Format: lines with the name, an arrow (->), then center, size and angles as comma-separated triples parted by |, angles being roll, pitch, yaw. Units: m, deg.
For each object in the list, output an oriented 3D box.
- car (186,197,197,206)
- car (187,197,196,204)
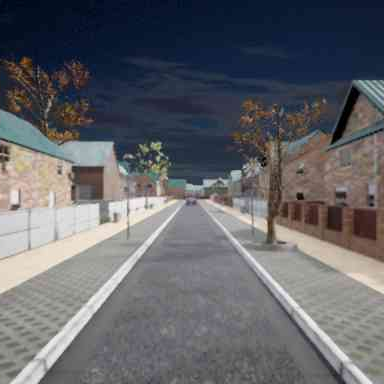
car -> -0.058, 1.710, 64.092 | 2.097, 1.767, 4.553 | 0, 0, 0
car -> -0.067, 1.835, 73.801 | 1.994, 1.385, 4.181 | 0, 0, 0
